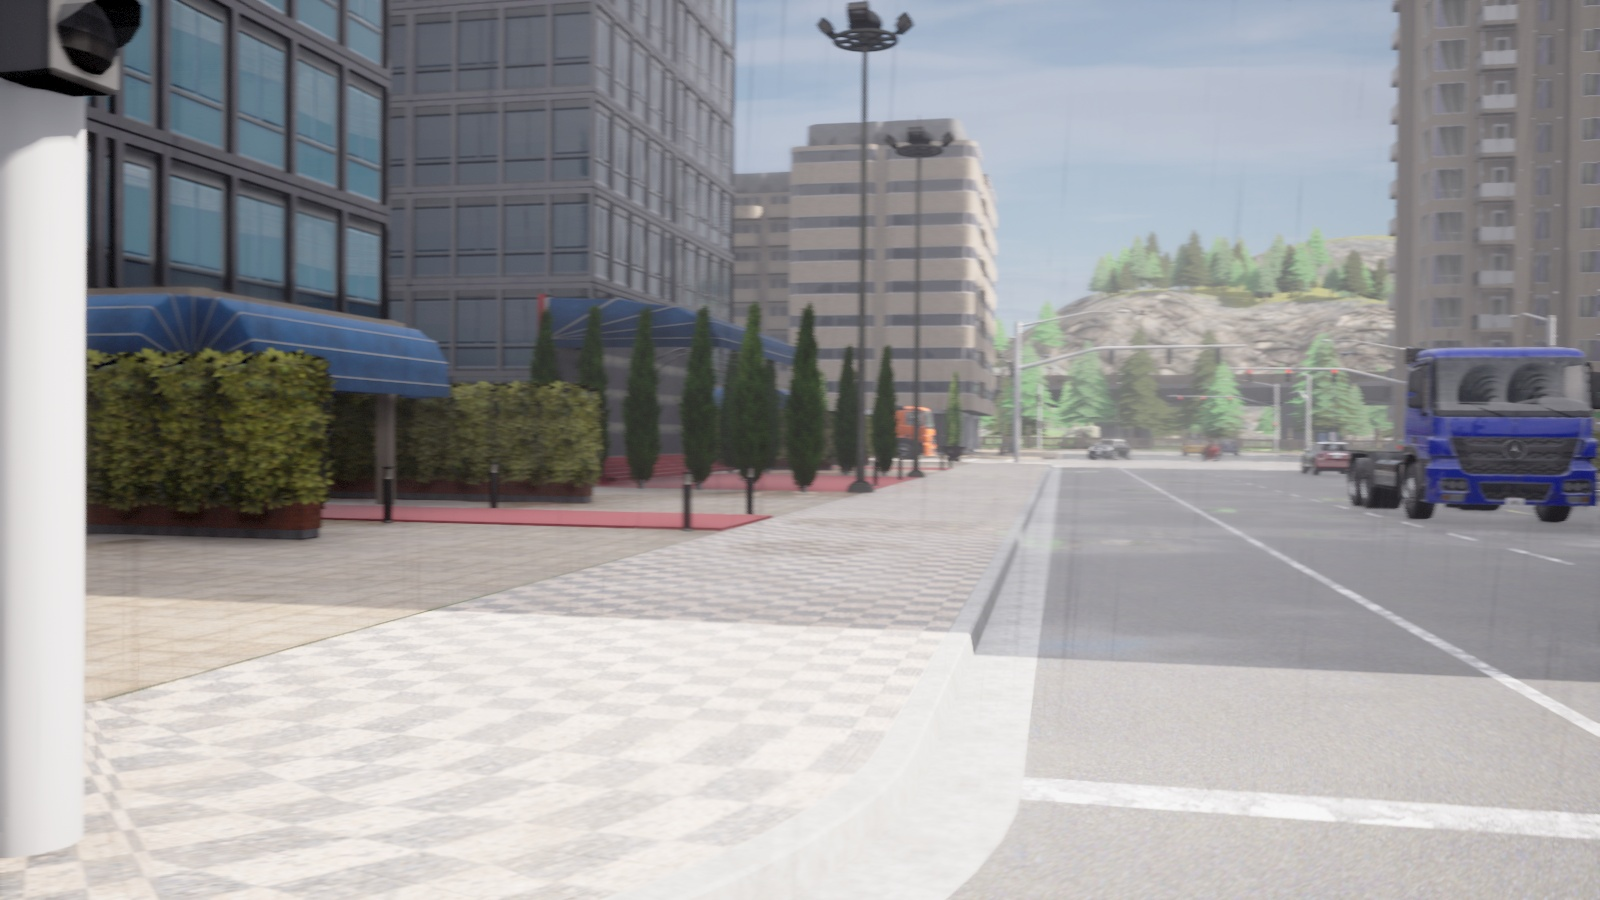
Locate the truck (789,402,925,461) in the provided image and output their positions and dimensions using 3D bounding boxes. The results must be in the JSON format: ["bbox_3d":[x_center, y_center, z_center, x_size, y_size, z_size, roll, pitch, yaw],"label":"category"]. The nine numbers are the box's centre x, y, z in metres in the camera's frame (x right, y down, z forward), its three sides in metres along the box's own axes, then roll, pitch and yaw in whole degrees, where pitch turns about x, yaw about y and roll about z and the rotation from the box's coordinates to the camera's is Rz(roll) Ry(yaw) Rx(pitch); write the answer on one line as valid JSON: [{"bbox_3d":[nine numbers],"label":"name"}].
[{"bbox_3d":[3.544,-1.135,77.348,7.936,3.462,2.891,-1,1,12],"label":"truck"}]

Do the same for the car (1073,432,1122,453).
[{"bbox_3d":[21.086,-0.537,88.949,1.970,1.475,3.806,0,1,37],"label":"car"}]

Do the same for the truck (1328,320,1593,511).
[{"bbox_3d":[13.700,-0.664,26.891,2.891,3.462,7.936,-1,1,11],"label":"truck"}]

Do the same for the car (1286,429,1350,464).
[{"bbox_3d":[23.194,-0.179,56.377,1.970,1.475,3.806,-1,1,12],"label":"car"}]

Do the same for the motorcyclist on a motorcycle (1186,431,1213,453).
[{"bbox_3d":[27.024,-0.544,84.891,0.797,1.523,2.044,0,0,-13],"label":"motorcyclist on a motorcycle"}]
